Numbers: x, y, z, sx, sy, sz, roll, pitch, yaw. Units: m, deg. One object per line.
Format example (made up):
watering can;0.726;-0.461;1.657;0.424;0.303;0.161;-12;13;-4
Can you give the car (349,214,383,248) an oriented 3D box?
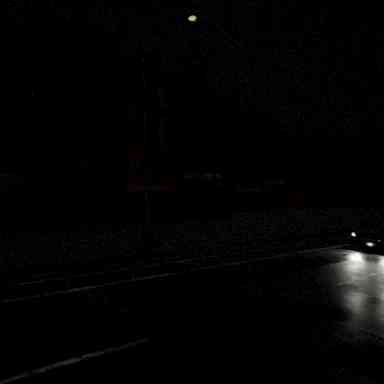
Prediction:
car;8.804;1.575;13.960;5.357;1.411;2.033;0;0;-36
